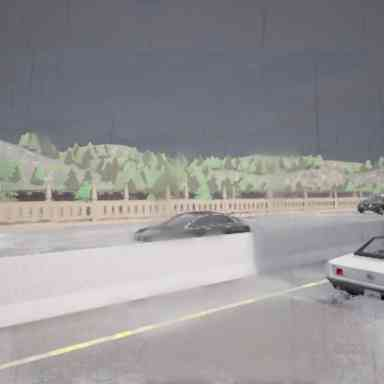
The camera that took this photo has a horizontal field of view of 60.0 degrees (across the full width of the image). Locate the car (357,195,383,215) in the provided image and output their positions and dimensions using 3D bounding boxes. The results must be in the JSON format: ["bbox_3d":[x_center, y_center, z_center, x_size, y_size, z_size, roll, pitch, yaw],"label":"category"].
[{"bbox_3d":[19.847,1.296,35.295,5.566,2.045,2.150,0,0,-35],"label":"car"}]

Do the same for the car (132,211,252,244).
[{"bbox_3d":[0.123,1.511,12.674,4.892,1.490,1.837,0,0,-35],"label":"car"}]

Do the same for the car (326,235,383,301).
[{"bbox_3d":[5.130,1.608,7.409,4.718,1.301,1.895,0,0,-36],"label":"car"}]
